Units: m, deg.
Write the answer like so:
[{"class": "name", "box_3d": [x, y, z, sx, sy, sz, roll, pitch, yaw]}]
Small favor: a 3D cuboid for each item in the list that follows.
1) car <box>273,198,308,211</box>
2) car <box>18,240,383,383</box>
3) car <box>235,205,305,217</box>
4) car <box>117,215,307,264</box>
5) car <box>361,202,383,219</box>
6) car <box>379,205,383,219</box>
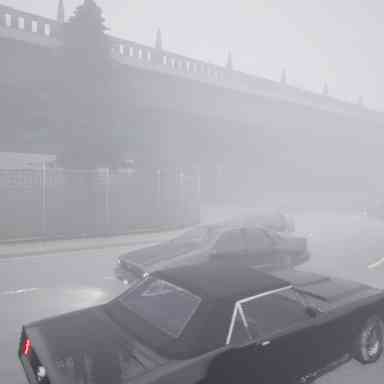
[{"class": "car", "box_3d": [11.439, 1.503, 39.006, 1.837, 1.490, 4.892, 0, 0, -23]}, {"class": "car", "box_3d": [0.592, 1.601, 4.158, 4.718, 1.301, 1.895, 0, 0, -35]}, {"class": "car", "box_3d": [2.936, 1.547, 14.940, 2.033, 1.411, 5.357, 0, 0, 40]}, {"class": "car", "box_3d": [0.796, 1.547, 8.633, 5.357, 1.411, 2.033, 0, 0, -33]}, {"class": "car", "box_3d": [15.464, 1.501, 26.262, 1.837, 1.490, 4.892, 0, -1, -7]}, {"class": "car", "box_3d": [11.863, 1.600, 17.790, 1.895, 1.301, 4.718, 0, 0, 15]}]
